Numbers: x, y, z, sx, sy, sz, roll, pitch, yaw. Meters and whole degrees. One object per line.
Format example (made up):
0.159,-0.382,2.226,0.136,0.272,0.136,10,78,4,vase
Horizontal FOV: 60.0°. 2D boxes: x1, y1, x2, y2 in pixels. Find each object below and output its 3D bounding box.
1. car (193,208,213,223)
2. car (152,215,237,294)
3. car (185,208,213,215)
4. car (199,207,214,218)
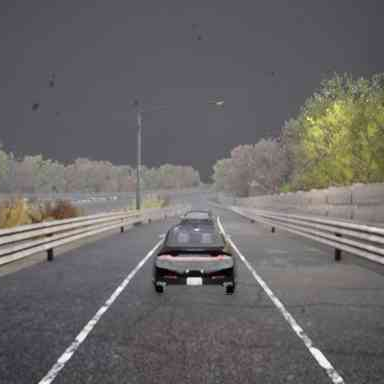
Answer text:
1.263,2.474,36.108,2.033,1.411,5.357,0,-2,4,car
0.078,1.582,8.974,2.128,1.511,4.902,0,-1,1,car
0.351,1.871,20.081,1.882,1.535,5.008,0,-2,2,car
2.124,2.913,47.734,1.895,1.301,4.718,0,-2,4,car
